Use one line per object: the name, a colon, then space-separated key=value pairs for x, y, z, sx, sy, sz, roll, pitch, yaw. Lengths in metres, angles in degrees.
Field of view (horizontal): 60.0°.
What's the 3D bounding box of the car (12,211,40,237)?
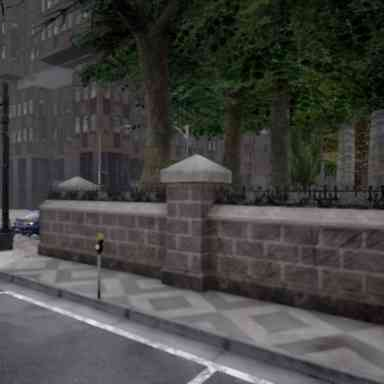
car: x=-7.467 y=1.718 z=18.546 sx=1.812 sy=1.442 sz=4.674 roll=-1 pitch=-1 yaw=34
